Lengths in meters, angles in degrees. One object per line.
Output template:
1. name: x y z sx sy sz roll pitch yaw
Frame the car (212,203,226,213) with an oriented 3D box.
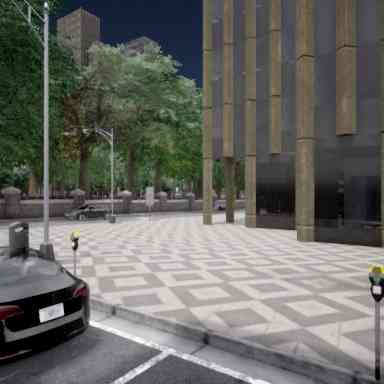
1. car: 4.015 2.436 51.280 2.128 1.511 4.902 0 -1 36

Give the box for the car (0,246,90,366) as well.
1. car: -3.471 1.565 5.423 4.313 1.339 1.947 0 0 35

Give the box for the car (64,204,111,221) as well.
1. car: -9.790 1.945 31.685 1.837 1.490 4.892 0 -1 35
